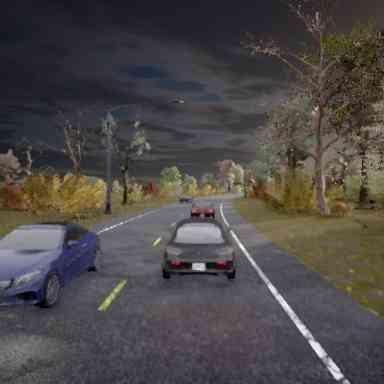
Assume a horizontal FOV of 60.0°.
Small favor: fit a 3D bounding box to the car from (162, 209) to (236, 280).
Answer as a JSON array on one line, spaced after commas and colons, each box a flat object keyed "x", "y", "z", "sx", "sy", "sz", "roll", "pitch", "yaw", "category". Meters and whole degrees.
[{"x": 0.212, "y": 1.460, "z": 9.644, "sx": 1.812, "sy": 1.442, "sz": 4.674, "roll": 0, "pitch": 1, "yaw": 2, "category": "car"}]

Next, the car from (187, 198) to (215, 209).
[{"x": 0.914, "y": 1.412, "z": 27.043, "sx": 1.895, "sy": 1.301, "sz": 4.718, "roll": 0, "pitch": 0, "yaw": 3, "category": "car"}]

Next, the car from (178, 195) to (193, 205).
[{"x": -0.848, "y": 1.180, "z": 50.990, "sx": 2.033, "sy": 1.411, "sz": 5.357, "roll": 0, "pitch": 0, "yaw": 6, "category": "car"}]

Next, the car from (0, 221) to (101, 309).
[{"x": -3.511, "y": 1.470, "z": 7.885, "sx": 1.812, "sy": 1.442, "sz": 4.674, "roll": 0, "pitch": 0, "yaw": 1, "category": "car"}]
